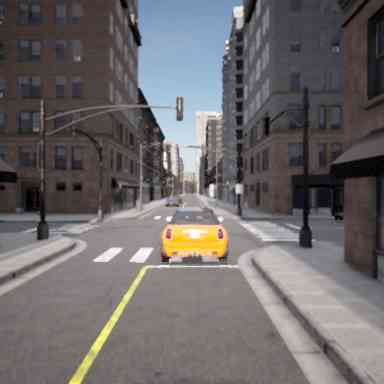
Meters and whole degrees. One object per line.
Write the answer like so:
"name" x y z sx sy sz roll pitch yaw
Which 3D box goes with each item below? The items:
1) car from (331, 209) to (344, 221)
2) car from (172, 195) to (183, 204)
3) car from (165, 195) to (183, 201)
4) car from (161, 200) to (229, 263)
"car" 12.391 1.494 24.124 4.313 1.339 1.947 0 0 0
"car" -2.721 1.369 63.020 1.837 1.490 4.892 0 0 1
"car" -2.793 1.432 47.489 2.033 1.411 5.357 0 0 0
"car" 0.090 1.318 12.049 2.097 1.767 4.553 0 0 0
